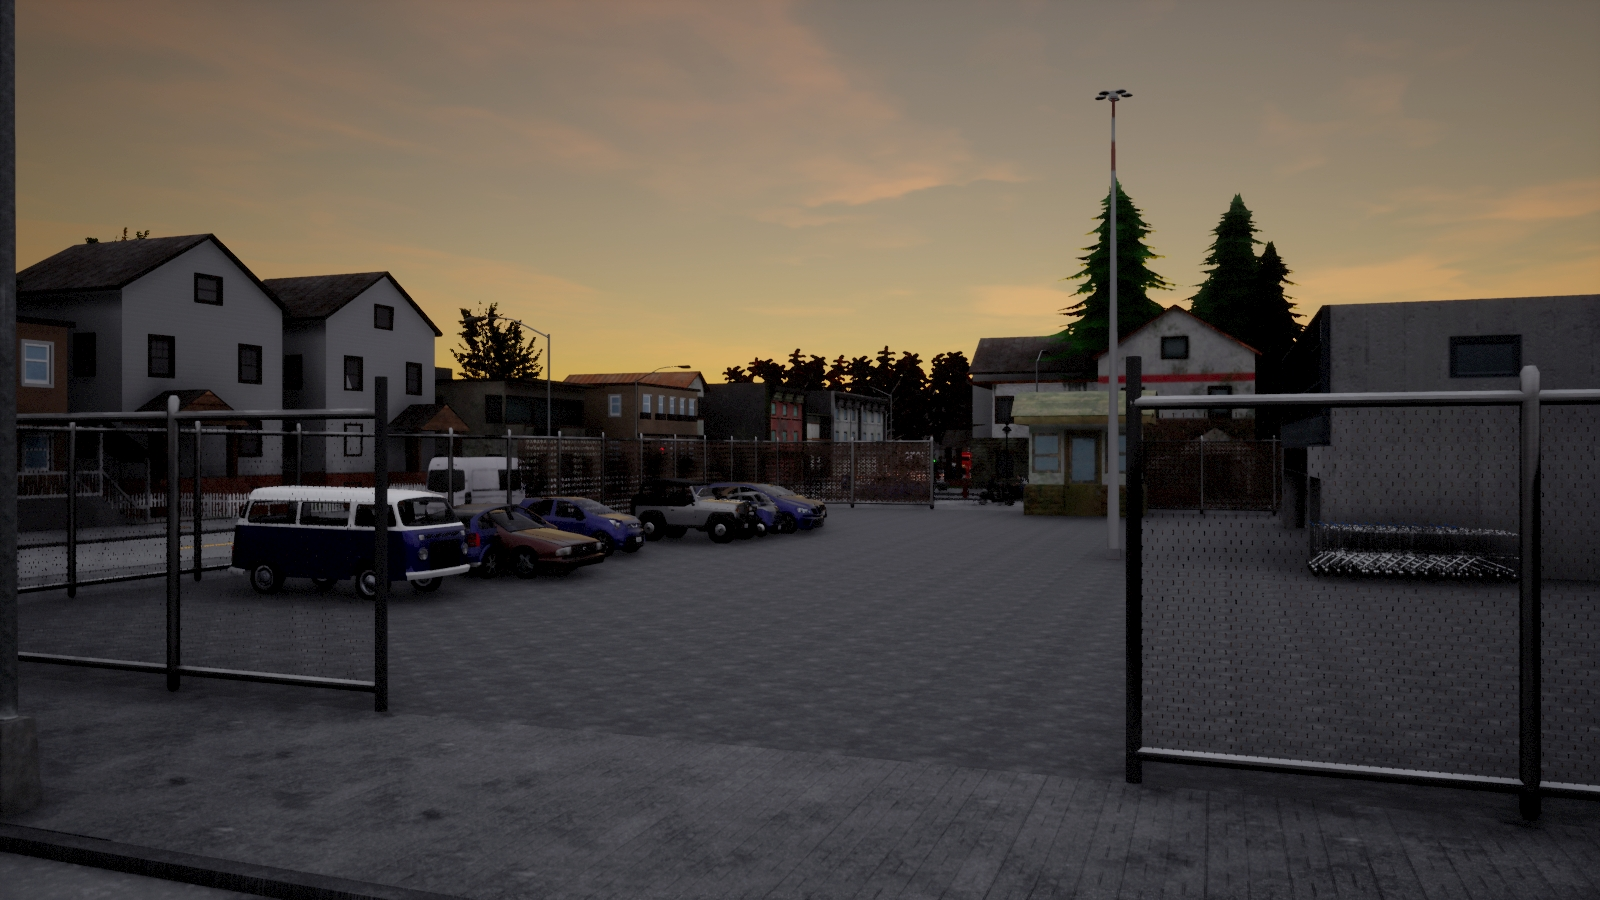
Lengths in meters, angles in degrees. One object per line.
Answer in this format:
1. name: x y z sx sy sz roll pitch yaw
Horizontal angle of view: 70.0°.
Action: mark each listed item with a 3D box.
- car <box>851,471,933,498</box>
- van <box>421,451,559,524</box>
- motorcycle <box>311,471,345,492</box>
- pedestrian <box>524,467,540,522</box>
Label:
1. car: 5.104 1.901 63.226 4.181 1.385 1.994 0 0 20
2. van: -11.617 1.319 43.359 1.988 2.561 5.915 0 0 20
3. motorcycle: -29.457 1.971 71.310 1.805 1.236 0.856 0 0 18
4. pedestrian: -9.229 1.529 39.349 0.375 1.860 0.375 0 0 20
